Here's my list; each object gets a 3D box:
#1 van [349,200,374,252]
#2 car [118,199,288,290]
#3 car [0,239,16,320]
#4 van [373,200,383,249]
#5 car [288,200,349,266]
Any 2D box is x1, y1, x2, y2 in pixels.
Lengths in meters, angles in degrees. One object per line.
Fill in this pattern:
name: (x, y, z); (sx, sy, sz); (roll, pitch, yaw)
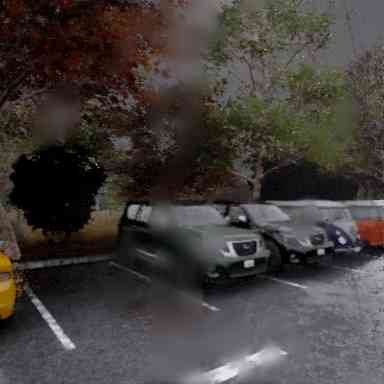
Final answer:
van: (4.264, 1.355, 12.956); (1.878, 1.987, 4.442); (1, 0, -35)
car: (-0.297, 1.278, 9.812); (2.435, 2.045, 5.566); (1, 0, -35)
car: (-4.824, 1.477, 6.613); (2.097, 1.535, 5.008); (1, 0, -35)
van: (6.385, 1.380, 14.754); (1.878, 1.987, 4.442); (1, 0, -35)
car: (1.958, 1.304, 11.420); (2.435, 2.045, 5.566); (1, 0, -35)
